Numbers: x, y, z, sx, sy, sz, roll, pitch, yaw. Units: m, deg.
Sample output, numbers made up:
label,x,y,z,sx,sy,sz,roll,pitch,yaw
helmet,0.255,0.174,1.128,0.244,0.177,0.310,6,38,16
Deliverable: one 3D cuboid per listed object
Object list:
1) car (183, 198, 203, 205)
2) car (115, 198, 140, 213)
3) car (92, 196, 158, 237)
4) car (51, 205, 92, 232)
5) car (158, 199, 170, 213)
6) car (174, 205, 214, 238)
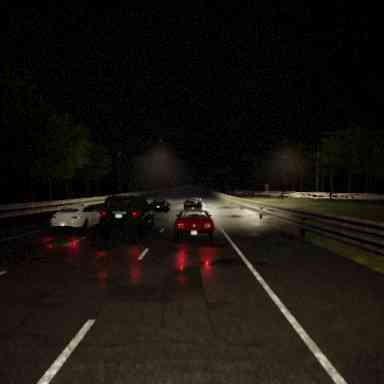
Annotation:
label,x,y,z,sx,sy,sz,roll,pitch,yaw
car,0.099,1.363,34.901,2.128,1.511,4.902,0,1,0
car,-6.914,1.386,35.911,1.812,1.442,4.674,0,1,0
car,-3.400,1.203,18.120,2.150,2.045,5.566,0,0,0
car,-6.886,1.502,20.050,1.812,1.442,4.674,0,0,0
car,-3.400,1.429,35.482,1.994,1.385,4.181,0,1,0
car,0.101,1.583,17.627,1.895,1.301,4.718,0,0,0
